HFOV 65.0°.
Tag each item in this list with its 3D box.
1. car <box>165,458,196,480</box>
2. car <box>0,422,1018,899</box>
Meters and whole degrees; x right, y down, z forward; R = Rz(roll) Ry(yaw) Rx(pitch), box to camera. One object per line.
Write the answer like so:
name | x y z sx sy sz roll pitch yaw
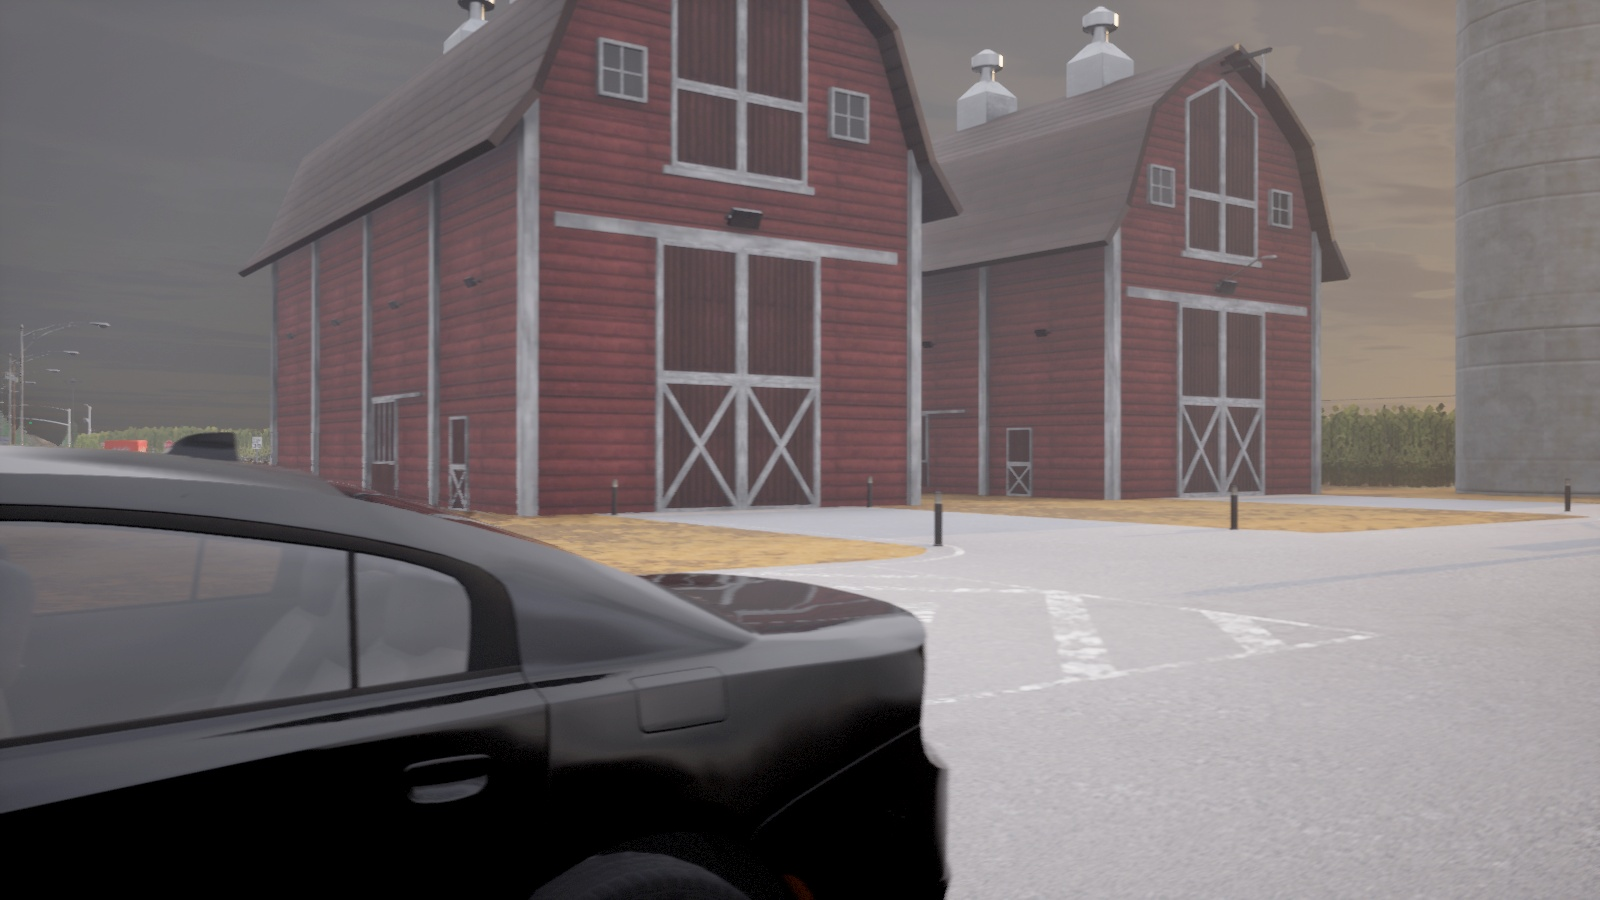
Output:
car | -39.815 1.222 80.653 1.481 1.376 2.207 0 0 -35
car | -2.097 0.732 2.202 5.008 1.535 1.882 0 0 -35
